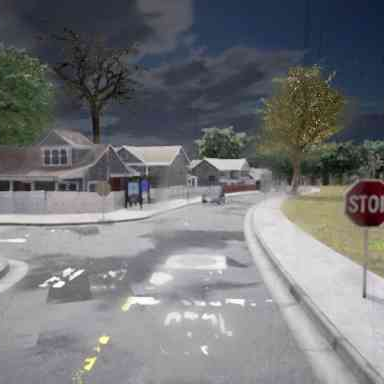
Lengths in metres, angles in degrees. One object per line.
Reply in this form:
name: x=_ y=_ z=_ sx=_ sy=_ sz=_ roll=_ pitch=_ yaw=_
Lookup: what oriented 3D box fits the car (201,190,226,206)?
car: x=2.281 y=0.576 z=34.747 sx=2.128 sy=1.511 sz=4.902 roll=1 pitch=2 yaw=16
